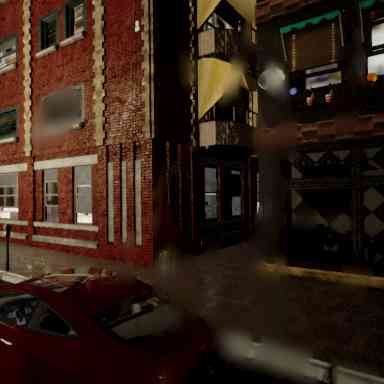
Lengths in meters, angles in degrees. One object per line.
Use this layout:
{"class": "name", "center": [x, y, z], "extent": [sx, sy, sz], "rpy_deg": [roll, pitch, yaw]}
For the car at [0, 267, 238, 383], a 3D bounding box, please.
{"class": "car", "center": [-1.501, 1.583, 3.923], "extent": [4.206, 1.307, 1.802], "rpy_deg": [0, -1, 36]}
